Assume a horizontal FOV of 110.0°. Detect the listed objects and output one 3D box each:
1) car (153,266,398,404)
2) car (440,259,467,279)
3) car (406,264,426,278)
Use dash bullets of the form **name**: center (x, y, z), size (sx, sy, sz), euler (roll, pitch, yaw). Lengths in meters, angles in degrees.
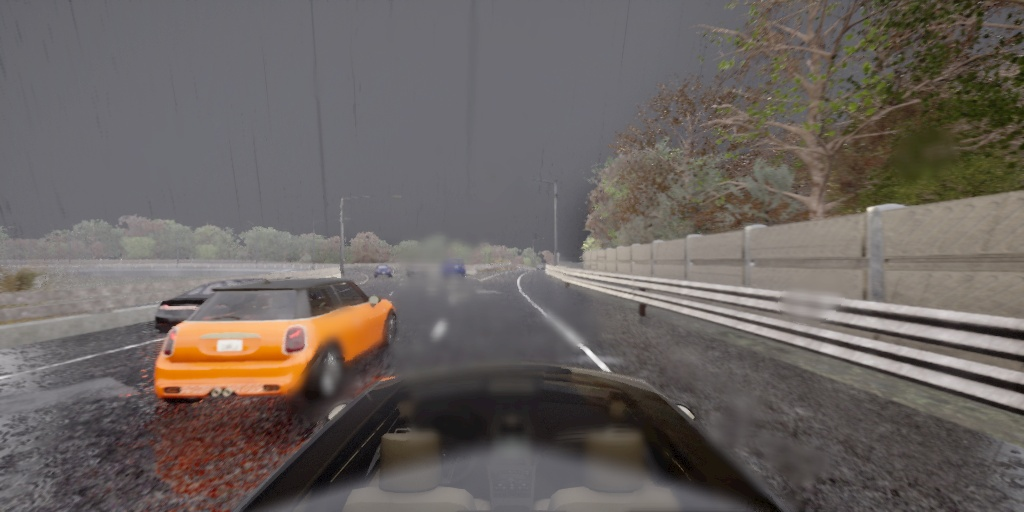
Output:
- **car**: center (-3.682, 1.180, 6.689), size (2.097, 1.767, 4.553), euler (0, -1, -2)
- **car**: center (-6.422, 1.394, 39.127), size (2.150, 2.045, 5.566), euler (0, -1, -19)
- **car**: center (-11.170, 1.726, 41.751), size (2.128, 1.511, 4.902), euler (0, -1, -21)
